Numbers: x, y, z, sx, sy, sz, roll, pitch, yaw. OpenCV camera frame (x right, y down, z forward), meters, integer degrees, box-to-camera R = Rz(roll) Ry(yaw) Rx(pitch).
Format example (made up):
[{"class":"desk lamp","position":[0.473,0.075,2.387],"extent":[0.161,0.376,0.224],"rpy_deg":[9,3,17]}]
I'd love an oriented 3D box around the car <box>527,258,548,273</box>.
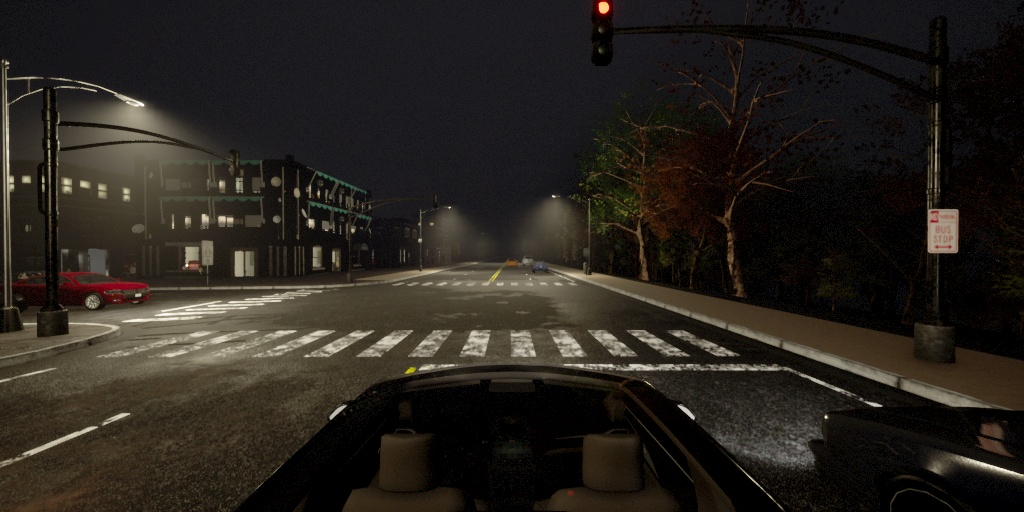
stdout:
[{"class":"car","position":[3.268,1.282,43.383],"extent":[2.033,1.411,5.357],"rpy_deg":[0,0,0]}]

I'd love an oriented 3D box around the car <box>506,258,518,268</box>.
[{"class":"car","position":[-0.017,1.204,61.966],"extent":[1.882,1.535,5.008],"rpy_deg":[0,0,0]}]

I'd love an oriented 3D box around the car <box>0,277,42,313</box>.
[{"class":"car","position":[-19.968,1.564,12.541],"extent":[4.313,1.339,1.948],"rpy_deg":[0,0,0]}]

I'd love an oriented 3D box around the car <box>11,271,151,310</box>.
[{"class":"car","position":[-18.448,1.431,15.264],"extent":[5.008,1.535,1.882],"rpy_deg":[-1,1,-1]}]

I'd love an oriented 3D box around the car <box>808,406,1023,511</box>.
[{"class":"car","position":[3.353,1.298,0.426],"extent":[2.033,1.411,5.357],"rpy_deg":[0,0,0]}]
